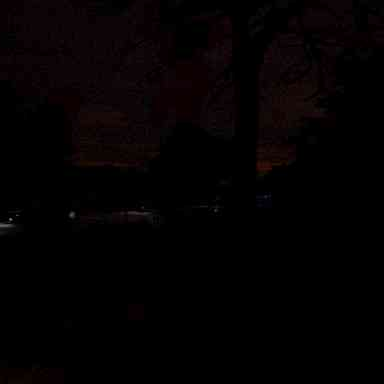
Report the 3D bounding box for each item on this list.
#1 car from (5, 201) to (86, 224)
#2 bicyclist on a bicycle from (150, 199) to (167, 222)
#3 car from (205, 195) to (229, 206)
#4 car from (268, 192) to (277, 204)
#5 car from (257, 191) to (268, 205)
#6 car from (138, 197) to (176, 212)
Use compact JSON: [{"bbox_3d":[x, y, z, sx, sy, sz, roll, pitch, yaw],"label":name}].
[{"bbox_3d":[-10.391,1.394,24.134,2.033,1.411,5.357,1,2,37],"label":"car"},{"bbox_3d":[-2.428,1.334,24.053,1.656,1.620,0.582,-1,0,36],"label":"bicyclist on a bicycle"},{"bbox_3d":[3.482,1.132,45.351,1.812,1.442,4.674,1,1,30],"label":"car"},{"bbox_3d":[13.525,1.013,58.626,2.150,2.045,5.566,1,0,23],"label":"car"},{"bbox_3d":[8.970,0.902,48.979,2.150,2.045,5.566,1,0,27],"label":"car"},{"bbox_3d":[-3.455,1.218,33.942,1.812,1.442,4.674,1,2,33],"label":"car"}]
